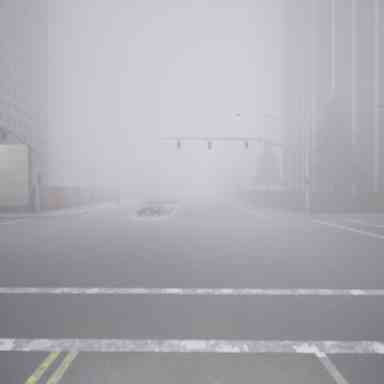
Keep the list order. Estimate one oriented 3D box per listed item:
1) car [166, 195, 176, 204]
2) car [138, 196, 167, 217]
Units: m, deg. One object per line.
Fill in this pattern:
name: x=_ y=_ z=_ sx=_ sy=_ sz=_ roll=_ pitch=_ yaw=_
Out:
car: x=-3.542 y=1.142 z=53.723 sx=1.895 sy=1.301 sz=4.718 roll=0 pitch=0 yaw=0
car: x=-3.519 y=1.315 z=28.939 sx=1.812 sy=1.442 sz=4.674 roll=0 pitch=1 yaw=0
